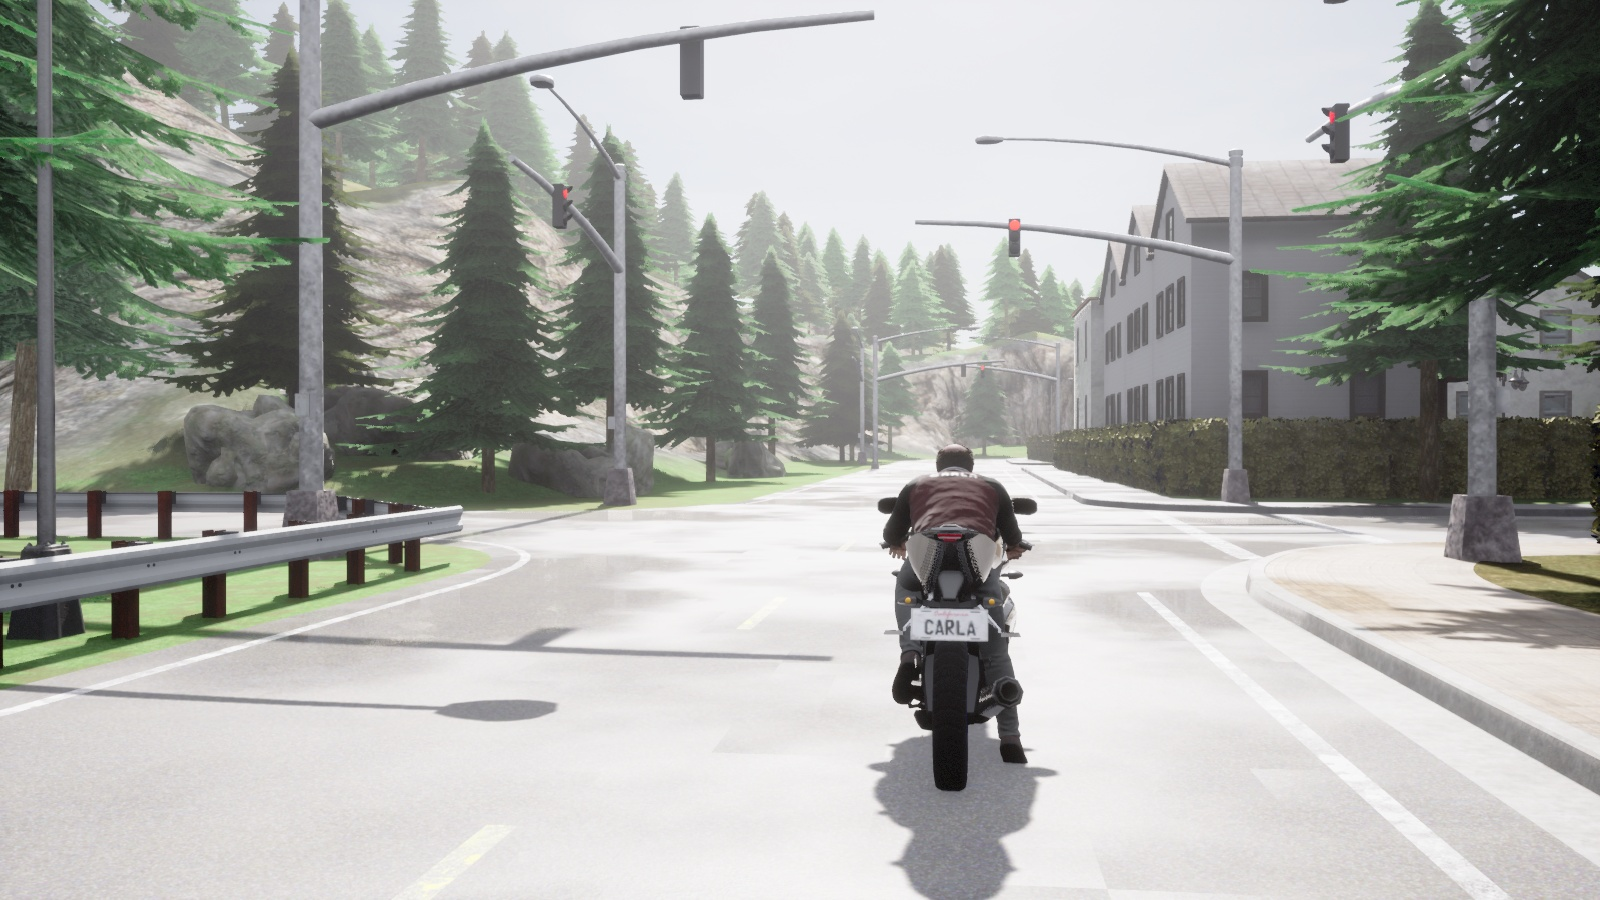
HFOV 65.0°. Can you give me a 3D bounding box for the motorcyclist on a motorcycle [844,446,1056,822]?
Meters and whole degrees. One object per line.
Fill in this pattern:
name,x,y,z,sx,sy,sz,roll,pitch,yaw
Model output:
motorcyclist on a motorcycle,0.770,0.747,6.268,0.866,1.530,2.191,0,0,8
